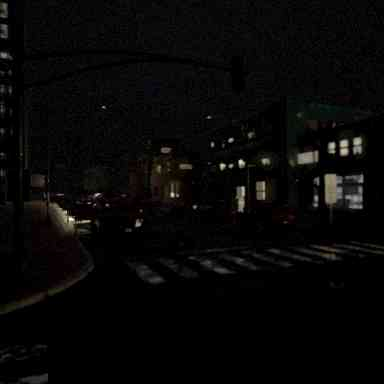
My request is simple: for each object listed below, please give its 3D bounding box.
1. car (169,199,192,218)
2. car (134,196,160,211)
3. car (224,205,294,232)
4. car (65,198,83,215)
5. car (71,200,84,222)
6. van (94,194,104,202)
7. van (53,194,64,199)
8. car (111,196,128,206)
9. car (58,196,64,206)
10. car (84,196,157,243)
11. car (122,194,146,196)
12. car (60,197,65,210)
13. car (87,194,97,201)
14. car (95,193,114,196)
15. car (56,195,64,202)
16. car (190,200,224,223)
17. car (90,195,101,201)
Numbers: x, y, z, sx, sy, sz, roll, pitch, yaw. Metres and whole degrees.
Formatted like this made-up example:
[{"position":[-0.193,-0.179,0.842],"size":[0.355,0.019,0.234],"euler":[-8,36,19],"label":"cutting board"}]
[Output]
[{"position":[-0.564,1.370,29.649],"size":[1.967,1.590,4.097],"euler":[0,0,-24],"label":"car"},{"position":[-5.115,1.488,39.764],"size":[2.008,1.369,4.403],"euler":[0,0,-24],"label":"car"},{"position":[3.988,1.464,19.532],"size":[1.887,1.381,4.507],"euler":[0,0,-24],"label":"car"},{"position":[-10.481,1.425,31.268],"size":[1.967,1.590,4.097],"euler":[0,0,-24],"label":"car"},{"position":[-8.206,1.562,26.210],"size":[1.802,1.307,4.206],"euler":[0,0,-24],"label":"car"},{"position":[-21.045,1.269,75.173],"size":[1.690,1.788,3.998],"euler":[0,0,-24],"label":"van"},{"position":[-26.411,1.323,66.676],"size":[1.690,1.788,3.998],"euler":[1,0,-24],"label":"van"},{"position":[-12.013,1.465,55.096],"size":[1.752,1.417,4.829],"euler":[0,0,-24],"label":"car"},{"position":[-17.309,1.573,46.443],"size":[1.802,1.307,4.206],"euler":[0,0,-24],"label":"car"},{"position":[-3.653,1.285,16.094],"size":[2.192,1.841,5.009],"euler":[0,0,-24],"label":"car"},{"position":[-7.389,1.255,44.822],"size":[2.192,1.841,5.009],"euler":[0,0,-24],"label":"car"},{"position":[-15.033,1.572,41.382],"size":[1.802,1.307,4.206],"euler":[0,0,-24],"label":"car"},{"position":[-25.598,1.358,85.288],"size":[1.967,1.590,4.097],"euler":[0,0,-24],"label":"car"},{"position":[-13.040,1.177,51.031],"size":[2.150,2.045,5.566],"euler":[0,0,-24],"label":"car"},{"position":[-19.585,1.535,51.501],"size":[1.887,1.381,4.507],"euler":[0,0,-24],"label":"car"},{"position":[1.712,1.507,24.589],"size":[1.802,1.307,4.206],"euler":[0,0,-24],"label":"car"},{"position":[-23.323,1.489,80.230],"size":[1.947,1.339,4.313],"euler":[0,0,-24],"label":"car"}]
